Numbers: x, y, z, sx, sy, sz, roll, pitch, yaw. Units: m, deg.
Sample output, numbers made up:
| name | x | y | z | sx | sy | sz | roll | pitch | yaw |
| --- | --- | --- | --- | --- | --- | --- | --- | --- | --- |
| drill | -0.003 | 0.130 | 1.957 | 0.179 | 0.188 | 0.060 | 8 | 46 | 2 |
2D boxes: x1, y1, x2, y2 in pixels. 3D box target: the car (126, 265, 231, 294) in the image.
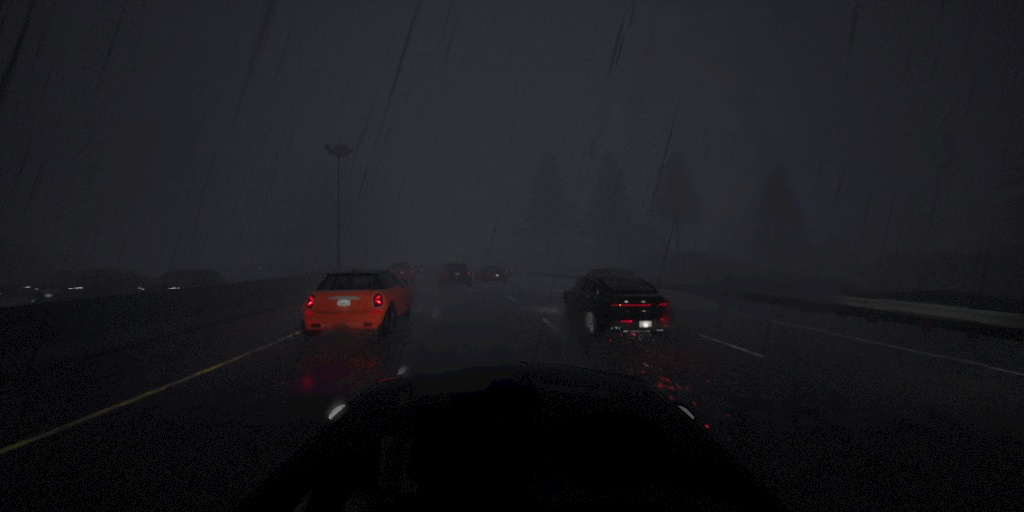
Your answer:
| name | x | y | z | sx | sy | sz | roll | pitch | yaw |
| --- | --- | --- | --- | --- | --- | --- | --- | --- | --- |
| car | -16.668 | 1.409 | 18.411 | 1.837 | 1.490 | 4.892 | 0 | 0 | -16 |

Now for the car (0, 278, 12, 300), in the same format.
| name | x | y | z | sx | sy | sz | roll | pitch | yaw |
| --- | --- | --- | --- | --- | --- | --- | --- | --- | --- |
| car | -23.890 | 1.451 | 18.416 | 1.812 | 1.442 | 4.674 | 0 | 0 | -18 |

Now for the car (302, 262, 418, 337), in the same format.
| name | x | y | z | sx | sy | sz | roll | pitch | yaw |
| --- | --- | --- | --- | --- | --- | --- | --- | --- | --- |
| car | -4.311 | 1.172 | 10.782 | 2.097 | 1.767 | 4.553 | 0 | 0 | -7 |

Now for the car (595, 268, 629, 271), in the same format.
| name | x | y | z | sx | sy | sz | roll | pitch | yaw |
| --- | --- | --- | --- | --- | --- | --- | --- | --- | --- |
| car | 4.940 | 1.349 | 18.849 | 1.837 | 1.490 | 4.892 | 0 | 0 | -12 |

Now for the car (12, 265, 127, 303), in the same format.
| name | x | y | z | sx | sy | sz | roll | pitch | yaw |
| --- | --- | --- | --- | --- | --- | --- | --- | --- | --- |
| car | -19.980 | 1.398 | 17.317 | 2.128 | 1.511 | 4.902 | 0 | 0 | -16 |

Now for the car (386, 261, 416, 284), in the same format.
| name | x | y | z | sx | sy | sz | roll | pitch | yaw |
| --- | --- | --- | --- | --- | --- | --- | --- | --- | --- |
| car | -9.372 | 1.309 | 30.042 | 2.097 | 1.767 | 4.553 | 0 | 0 | -21 |

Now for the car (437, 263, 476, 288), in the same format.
| name | x | y | z | sx | sy | sz | roll | pitch | yaw |
| --- | --- | --- | --- | --- | --- | --- | --- | --- | --- |
| car | -4.272 | 1.268 | 26.165 | 2.097 | 1.767 | 4.553 | 0 | 0 | -17 |

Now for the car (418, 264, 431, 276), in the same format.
| name | x | y | z | sx | sy | sz | roll | pitch | yaw |
| --- | --- | --- | --- | --- | --- | --- | --- | --- | --- |
| car | -10.574 | 1.590 | 40.552 | 1.994 | 1.385 | 4.181 | 0 | 0 | -28 |

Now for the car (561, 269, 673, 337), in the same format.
| name | x | y | z | sx | sy | sz | roll | pitch | yaw |
| --- | --- | --- | --- | --- | --- | --- | --- | --- | --- |
| car | 2.774 | 1.302 | 10.486 | 1.837 | 1.490 | 4.892 | 0 | 0 | -6 |

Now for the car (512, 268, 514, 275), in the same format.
| name | x | y | z | sx | sy | sz | roll | pitch | yaw |
| --- | --- | --- | --- | --- | --- | --- | --- | --- | --- |
| car | -1.619 | 1.536 | 38.581 | 2.033 | 1.411 | 5.357 | 0 | 0 | -25 |

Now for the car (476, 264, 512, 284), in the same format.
| name | x | y | z | sx | sy | sz | roll | pitch | yaw |
| --- | --- | --- | --- | --- | --- | --- | --- | --- | --- |
| car | -1.848 | 1.497 | 29.842 | 1.994 | 1.385 | 4.181 | 0 | 0 | -20 |
